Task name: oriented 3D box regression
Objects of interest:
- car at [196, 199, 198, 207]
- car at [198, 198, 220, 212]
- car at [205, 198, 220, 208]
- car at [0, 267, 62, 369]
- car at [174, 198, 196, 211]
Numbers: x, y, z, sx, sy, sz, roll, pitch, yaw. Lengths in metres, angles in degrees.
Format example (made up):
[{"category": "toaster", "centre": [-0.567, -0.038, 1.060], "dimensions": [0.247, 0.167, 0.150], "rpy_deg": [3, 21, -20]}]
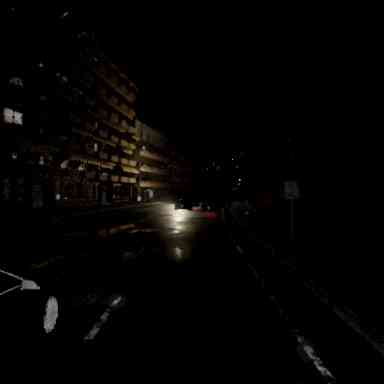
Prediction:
[{"category": "car", "centre": [-0.048, 1.583, 50.744], "dimensions": [1.812, 1.442, 4.674], "rpy_deg": [0, 0, 8]}, {"category": "car", "centre": [2.092, 1.534, 39.295], "dimensions": [1.837, 1.490, 4.892], "rpy_deg": [0, 0, 6]}, {"category": "car", "centre": [3.087, 1.622, 49.585], "dimensions": [1.994, 1.385, 4.181], "rpy_deg": [0, 0, 8]}, {"category": "car", "centre": [-3.081, 1.501, 3.634], "dimensions": [1.837, 1.490, 4.892], "rpy_deg": [0, 0, 1]}, {"category": "car", "centre": [-0.994, 1.593, 40.915], "dimensions": [1.994, 1.385, 4.181], "rpy_deg": [0, 0, 5]}]
